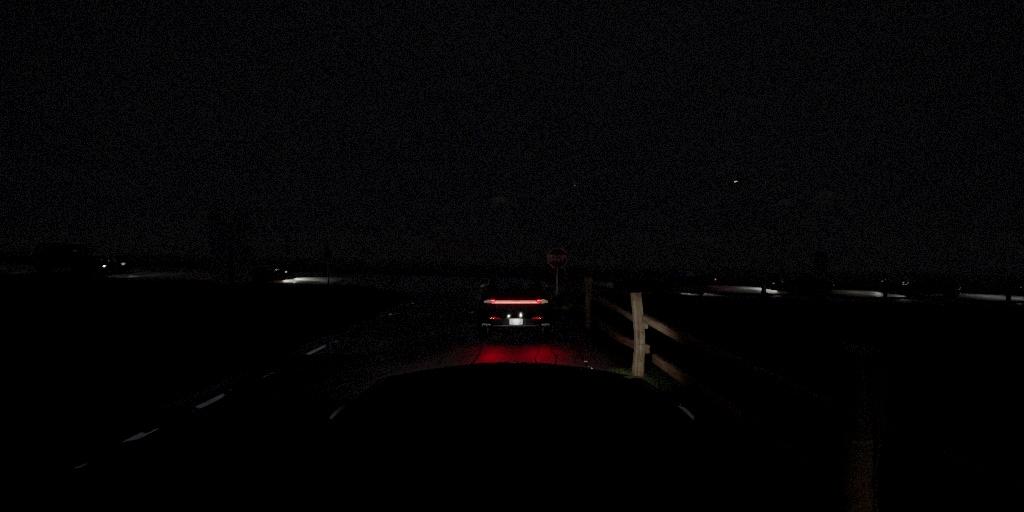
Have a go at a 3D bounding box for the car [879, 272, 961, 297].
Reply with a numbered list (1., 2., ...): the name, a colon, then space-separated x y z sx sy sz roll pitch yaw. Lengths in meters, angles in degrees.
1. car: 30.972 2.029 27.296 4.553 1.767 2.097 2 3 0

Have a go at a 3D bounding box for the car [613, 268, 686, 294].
1. car: 9.101 1.700 24.434 4.181 1.385 1.994 2 3 0

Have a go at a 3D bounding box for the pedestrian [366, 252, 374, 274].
1. pedestrian: -12.092 0.529 30.438 0.375 1.860 0.375 0 1 0

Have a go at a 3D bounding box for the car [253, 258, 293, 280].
1. car: -17.434 0.840 24.498 4.181 1.385 1.994 2 3 0

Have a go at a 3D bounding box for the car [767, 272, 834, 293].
1. car: 21.910 1.963 27.333 4.181 1.385 1.994 2 3 0

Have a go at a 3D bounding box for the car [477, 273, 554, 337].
1. car: 0.076 1.234 10.328 2.128 1.511 4.902 0 0 0

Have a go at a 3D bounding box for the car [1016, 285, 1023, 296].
1. car: 41.818 2.593 27.248 4.718 1.301 1.895 2 3 0

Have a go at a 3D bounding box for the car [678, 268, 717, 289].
1. car: 12.675 1.658 27.362 5.357 1.411 2.033 2 3 0

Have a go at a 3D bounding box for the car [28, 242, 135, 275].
1. car: -29.319 0.102 24.514 5.566 2.045 2.150 2 3 1
